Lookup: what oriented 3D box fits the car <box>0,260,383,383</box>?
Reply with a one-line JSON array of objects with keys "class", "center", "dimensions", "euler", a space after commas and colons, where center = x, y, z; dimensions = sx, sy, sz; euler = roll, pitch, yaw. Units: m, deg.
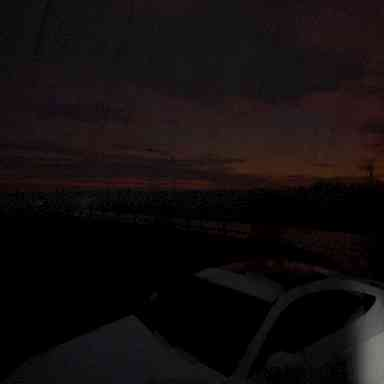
[{"class": "car", "center": [0.569, 1.526, 3.359], "dimensions": [4.674, 1.442, 1.812], "euler": [0, 0, -36]}]

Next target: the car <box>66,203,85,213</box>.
[{"class": "car", "center": [-17.792, 2.446, 50.850], "dimensions": [2.128, 1.511, 4.902], "euler": [0, -1, -35]}]

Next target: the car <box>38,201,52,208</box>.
[{"class": "car", "center": [-35.584, 3.189, 81.587], "dimensions": [2.033, 1.411, 5.357], "euler": [0, -1, -35]}]
